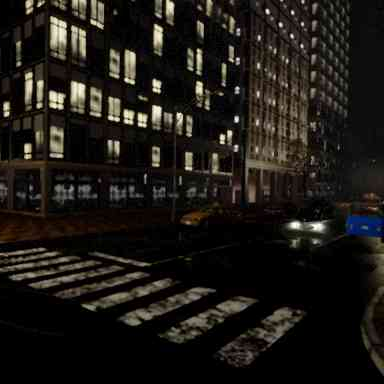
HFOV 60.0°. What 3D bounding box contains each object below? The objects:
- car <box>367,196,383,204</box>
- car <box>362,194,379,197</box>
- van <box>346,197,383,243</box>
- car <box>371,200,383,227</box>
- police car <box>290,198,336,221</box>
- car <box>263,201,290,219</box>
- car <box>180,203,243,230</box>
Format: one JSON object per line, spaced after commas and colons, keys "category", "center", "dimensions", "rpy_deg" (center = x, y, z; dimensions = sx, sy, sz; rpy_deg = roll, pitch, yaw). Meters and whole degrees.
{"category": "car", "center": [34.514, 1.453, 62.660], "dimensions": [2.008, 1.369, 4.403], "rpy_deg": [2, 1, 38]}
{"category": "car", "center": [31.125, 1.205, 58.248], "dimensions": [2.192, 1.841, 5.009], "rpy_deg": [2, 1, 38]}
{"category": "van", "center": [8.657, 1.323, 15.946], "dimensions": [1.690, 1.788, 3.998], "rpy_deg": [2, 1, 38]}
{"category": "car", "center": [13.617, 1.431, 22.577], "dimensions": [1.967, 1.590, 4.097], "rpy_deg": [2, 1, 38]}
{"category": "police car", "center": [9.903, 1.302, 26.462], "dimensions": [1.930, 1.638, 5.238], "rpy_deg": [2, 1, 38]}
{"category": "car", "center": [7.371, 1.399, 27.384], "dimensions": [1.802, 1.307, 4.206], "rpy_deg": [2, 1, 38]}
{"category": "car", "center": [1.265, 1.325, 19.659], "dimensions": [1.752, 1.417, 4.829], "rpy_deg": [2, 1, 38]}
